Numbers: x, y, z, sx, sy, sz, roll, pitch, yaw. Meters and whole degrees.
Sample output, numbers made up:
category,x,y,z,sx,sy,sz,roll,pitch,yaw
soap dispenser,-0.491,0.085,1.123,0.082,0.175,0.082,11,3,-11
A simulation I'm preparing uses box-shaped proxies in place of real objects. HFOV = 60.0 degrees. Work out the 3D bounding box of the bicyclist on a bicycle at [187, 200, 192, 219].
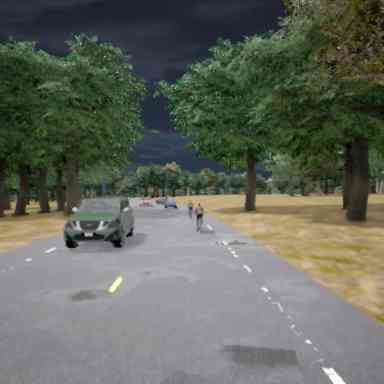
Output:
category,x,y,z,sx,sy,sz,roll,pitch,yaw
bicyclist on a bicycle,-0.115,1.513,28.061,0.582,1.620,1.656,0,-1,-4

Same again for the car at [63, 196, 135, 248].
category,x,y,z,sx,sy,sz,roll,pitch,yaw
car,-3.949,1.235,15.111,2.150,2.045,5.566,0,0,-2

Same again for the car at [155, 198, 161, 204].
category,x,y,z,sx,sy,sz,roll,pitch,yaw
car,-7.073,1.967,73.922,2.128,1.511,4.902,0,-1,-11

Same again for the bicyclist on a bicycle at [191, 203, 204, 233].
category,x,y,z,sx,sy,sz,roll,pitch,yaw
bicyclist on a bicycle,0.437,1.475,19.074,0.582,1.620,1.656,0,0,-3

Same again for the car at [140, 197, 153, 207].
category,x,y,z,sx,sy,sz,roll,pitch,yaw
car,-7.795,1.630,56.722,2.097,1.767,4.553,0,-1,-8

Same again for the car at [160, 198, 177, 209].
category,x,y,z,sx,sy,sz,roll,pitch,yaw
car,-3.329,1.775,50.876,2.033,1.411,5.357,0,0,-7
